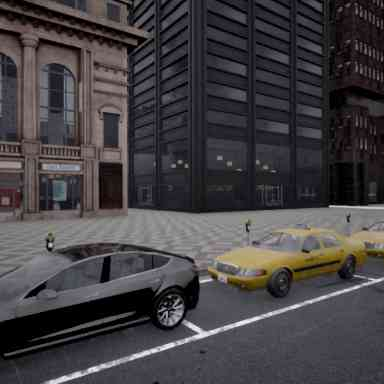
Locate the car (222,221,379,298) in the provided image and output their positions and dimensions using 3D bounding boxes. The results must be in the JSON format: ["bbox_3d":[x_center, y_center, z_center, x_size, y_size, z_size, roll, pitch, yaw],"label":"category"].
[{"bbox_3d":[2.611,1.525,8.495,4.829,1.417,1.752,0,0,-35],"label":"car"}]

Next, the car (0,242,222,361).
[{"bbox_3d":[-1.850,1.566,5.329,4.313,1.339,1.947,0,0,-35],"label":"car"}]

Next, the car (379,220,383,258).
[{"bbox_3d":[7.211,1.525,11.760,4.829,1.417,1.752,0,0,-35],"label":"car"}]
